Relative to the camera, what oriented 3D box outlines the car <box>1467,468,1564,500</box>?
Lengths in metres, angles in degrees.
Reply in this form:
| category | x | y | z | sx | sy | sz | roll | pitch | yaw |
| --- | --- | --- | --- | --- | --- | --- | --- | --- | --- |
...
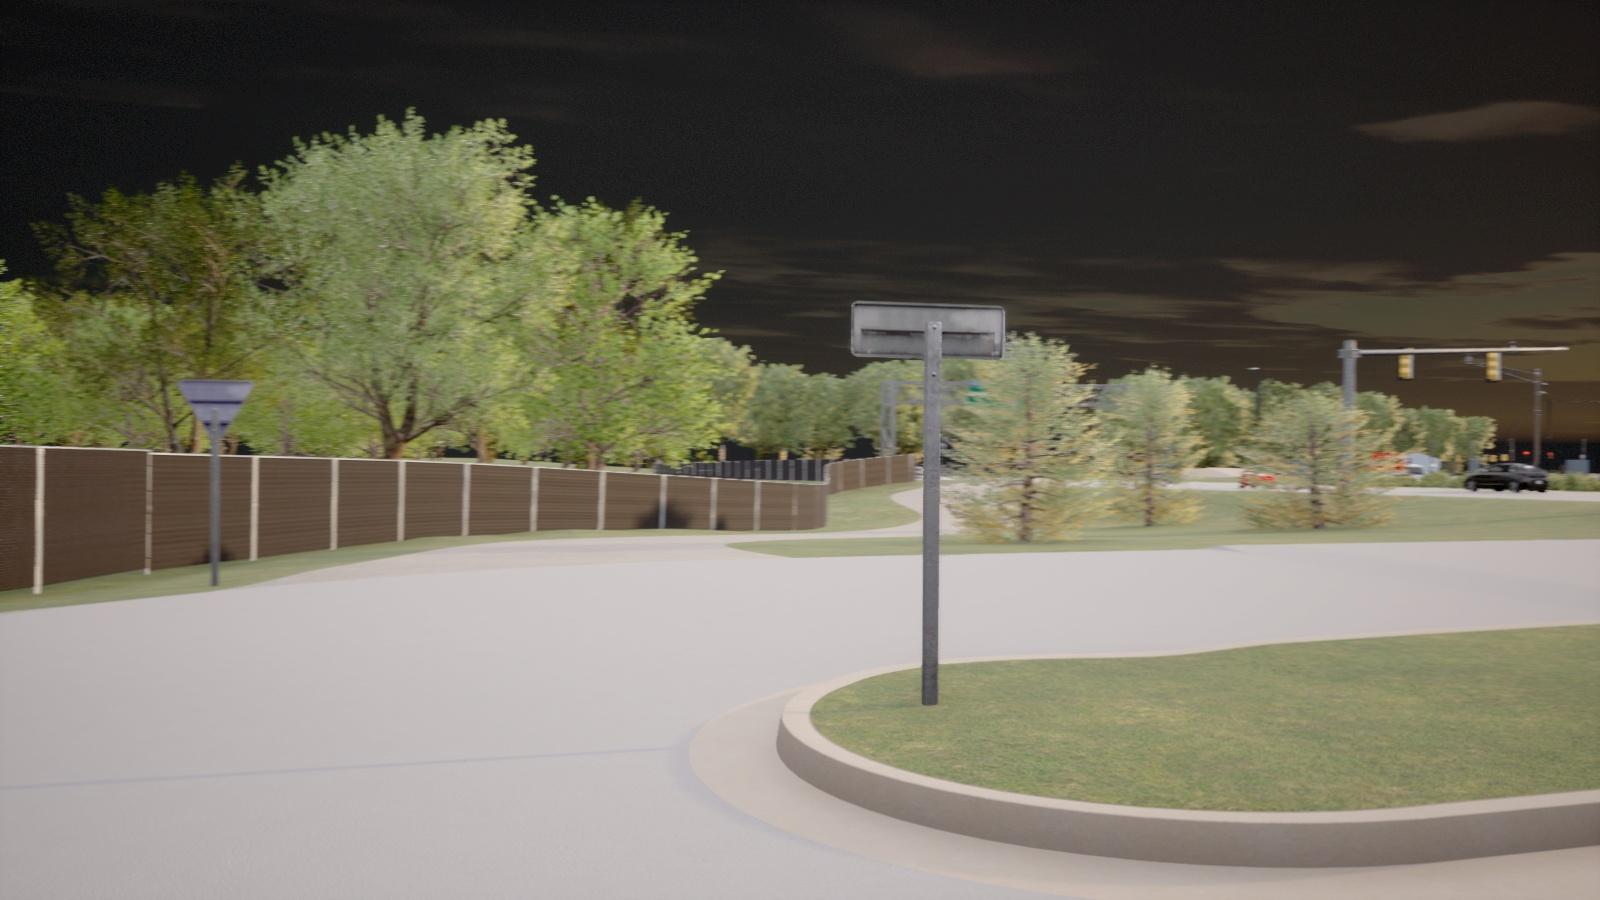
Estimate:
| category | x | y | z | sx | sy | sz | roll | pitch | yaw |
| --- | --- | --- | --- | --- | --- | --- | --- | --- | --- |
| car | 35.603 | 1.671 | 62.634 | 1.816 | 1.474 | 4.193 | 1 | -1 | -14 |
